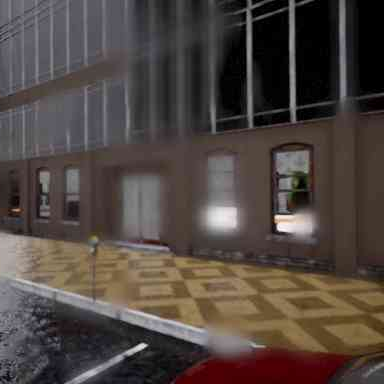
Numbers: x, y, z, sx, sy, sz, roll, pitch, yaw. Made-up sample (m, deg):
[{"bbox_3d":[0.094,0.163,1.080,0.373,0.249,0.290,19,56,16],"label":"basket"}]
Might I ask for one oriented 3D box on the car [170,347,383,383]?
[{"bbox_3d":[1.620,1.577,1.720,4.206,1.307,1.802,-1,0,36],"label":"car"}]
